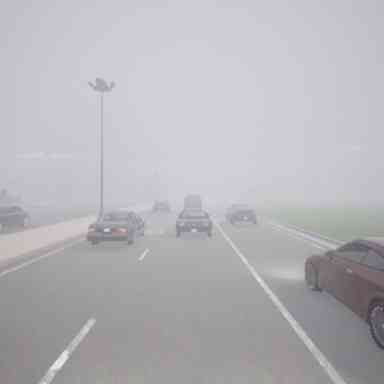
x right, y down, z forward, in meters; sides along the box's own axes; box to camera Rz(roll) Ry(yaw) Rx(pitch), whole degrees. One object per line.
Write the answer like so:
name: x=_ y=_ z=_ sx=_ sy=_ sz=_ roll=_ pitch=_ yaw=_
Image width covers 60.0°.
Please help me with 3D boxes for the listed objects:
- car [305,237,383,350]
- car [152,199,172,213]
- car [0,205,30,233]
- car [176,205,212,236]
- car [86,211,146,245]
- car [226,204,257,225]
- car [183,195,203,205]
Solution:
car: x=3.601 y=1.541 z=6.034 sx=1.812 sy=1.442 sz=4.674 roll=0 pitch=0 yaw=0
car: x=-3.402 y=1.587 z=38.142 sx=2.128 sy=1.511 sz=4.902 roll=0 pitch=0 yaw=0
car: x=-11.547 y=1.556 z=19.929 sx=1.837 sy=1.490 sz=4.892 roll=0 pitch=0 yaw=1
car: x=0.099 y=1.649 z=18.869 sx=1.895 sy=1.301 sz=4.718 roll=0 pitch=0 yaw=0
car: x=-3.401 y=1.587 z=15.785 sx=2.033 sy=1.411 sz=5.357 roll=0 pitch=0 yaw=0
car: x=3.599 y=1.588 z=24.649 sx=1.812 sy=1.442 sz=4.674 roll=0 pitch=0 yaw=0
car: x=0.097 y=1.321 z=39.873 sx=2.150 sy=2.045 sz=5.566 roll=0 pitch=0 yaw=0
